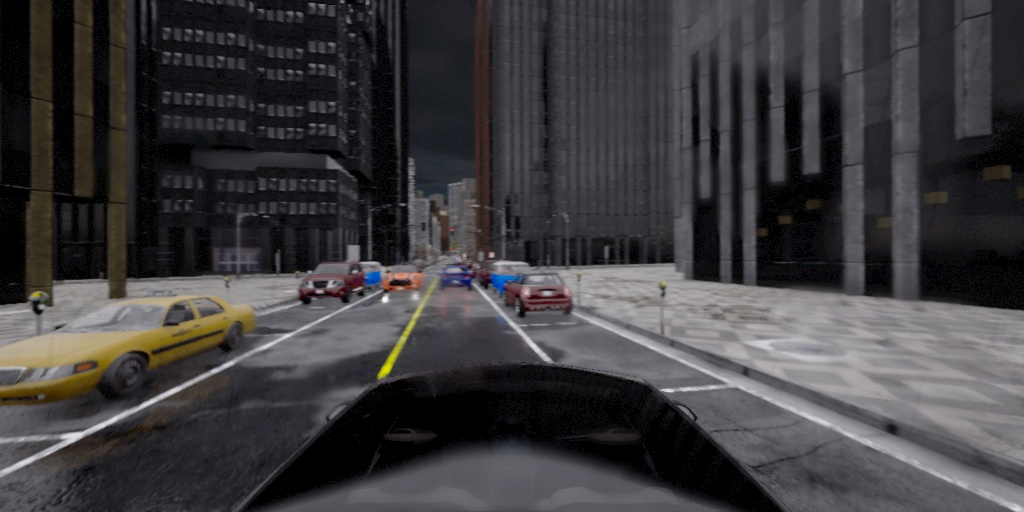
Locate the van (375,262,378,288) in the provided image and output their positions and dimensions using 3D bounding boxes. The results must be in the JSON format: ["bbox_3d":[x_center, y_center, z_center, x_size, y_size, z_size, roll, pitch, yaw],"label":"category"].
[{"bbox_3d":[-9.481,1.264,23.016,1.690,1.789,3.998,0,0,-10],"label":"van"}]

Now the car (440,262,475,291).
[{"bbox_3d":[-3.625,1.368,23.310,1.882,1.535,5.008,0,0,-9],"label":"car"}]

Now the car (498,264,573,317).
[{"bbox_3d":[0.829,1.250,13.589,1.967,1.591,4.097,0,0,-10],"label":"car"}]

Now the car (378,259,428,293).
[{"bbox_3d":[-6.657,1.255,22.402,2.097,1.767,4.553,0,0,-10],"label":"car"}]

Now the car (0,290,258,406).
[{"bbox_3d":[-6.600,1.342,6.522,1.751,1.417,4.829,0,0,-10],"label":"car"}]

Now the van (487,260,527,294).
[{"bbox_3d":[-0.124,1.187,19.030,1.690,1.789,3.998,0,0,-10],"label":"van"}]

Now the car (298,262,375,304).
[{"bbox_3d":[-8.530,1.202,17.574,2.192,1.841,5.009,0,0,-10],"label":"car"}]

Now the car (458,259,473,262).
[{"bbox_3d":[-7.638,1.463,61.994,2.192,1.841,5.009,0,0,-10],"label":"car"}]

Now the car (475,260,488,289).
[{"bbox_3d":[-1.076,1.196,24.473,2.192,1.841,5.009,0,0,-10],"label":"car"}]
